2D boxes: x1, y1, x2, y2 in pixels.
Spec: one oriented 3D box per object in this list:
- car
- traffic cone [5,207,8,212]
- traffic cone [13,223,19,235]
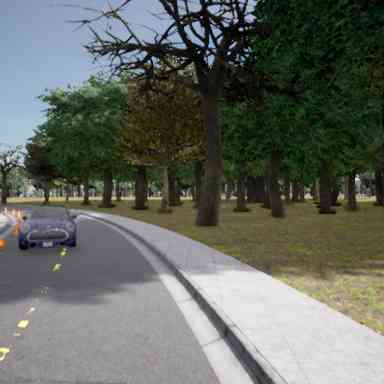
[{"bbox_3d":[-6.182,1.378,14.558,2.097,1.767,4.553,0,0,-21],"label":"car"},{"bbox_3d":[-21.697,2.077,38.911,0.340,0.580,0.340,0,0,-38],"label":"traffic cone"},{"bbox_3d":[-9.480,1.993,17.967,0.340,0.580,0.340,0,0,-22],"label":"traffic cone"}]
